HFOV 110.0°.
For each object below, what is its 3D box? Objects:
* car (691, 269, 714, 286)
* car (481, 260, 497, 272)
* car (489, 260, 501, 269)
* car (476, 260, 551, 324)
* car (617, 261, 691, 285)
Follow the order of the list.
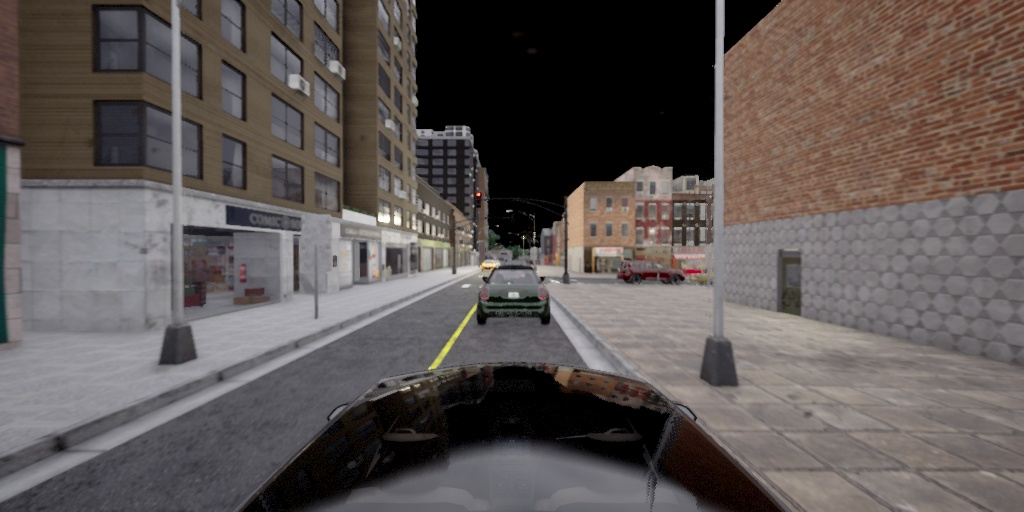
[{"bbox_3d":[16.434,1.619,27.966,4.829,1.417,1.751,0,0,0],"label":"car"},{"bbox_3d":[-2.965,1.292,47.127,1.882,1.535,5.008,0,0,0],"label":"car"},{"bbox_3d":[-2.970,1.481,63.235,1.812,1.442,4.674,0,-1,0],"label":"car"},{"bbox_3d":[0.049,1.068,11.903,2.097,1.767,4.553,0,0,0],"label":"car"},{"bbox_3d":[10.719,1.307,27.960,5.009,1.841,2.192,0,0,0],"label":"car"}]
